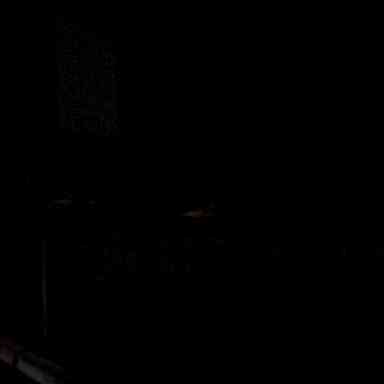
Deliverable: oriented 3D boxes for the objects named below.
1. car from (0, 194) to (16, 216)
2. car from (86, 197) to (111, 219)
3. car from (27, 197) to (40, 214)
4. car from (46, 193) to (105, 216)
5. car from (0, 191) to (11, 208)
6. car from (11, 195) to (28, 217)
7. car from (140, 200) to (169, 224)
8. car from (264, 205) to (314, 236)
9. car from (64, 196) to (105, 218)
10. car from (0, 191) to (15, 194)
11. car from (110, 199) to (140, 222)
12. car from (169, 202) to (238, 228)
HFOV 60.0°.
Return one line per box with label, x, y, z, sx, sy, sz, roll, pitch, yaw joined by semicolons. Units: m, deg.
car;-16.784;1.275;34.844;1.946;1.575;5.366;1;0;35
car;-5.575;1.369;26.654;2.097;1.535;5.008;0;0;35
car;-12.367;1.320;31.470;2.231;1.521;4.892;0;0;35
car;-10.118;1.084;29.843;2.435;2.045;5.566;0;0;35
car;-25.923;0.909;41.150;2.435;2.045;5.566;1;1;35
car;-14.631;1.299;33.080;2.097;1.535;5.008;1;0;35
car;-1.037;1.432;23.457;2.163;1.488;4.792;0;0;35
car;5.716;1.482;18.585;2.163;1.488;4.792;0;0;35
car;-7.837;1.352;28.263;2.097;1.535;5.008;0;0;35
car;-23.694;0.943;39.495;2.435;2.045;5.566;1;0;35
car;-3.312;1.387;25.047;2.231;1.521;4.892;0;0;35
car;1.100;1.416;21.674;1.946;1.575;5.366;0;0;35
